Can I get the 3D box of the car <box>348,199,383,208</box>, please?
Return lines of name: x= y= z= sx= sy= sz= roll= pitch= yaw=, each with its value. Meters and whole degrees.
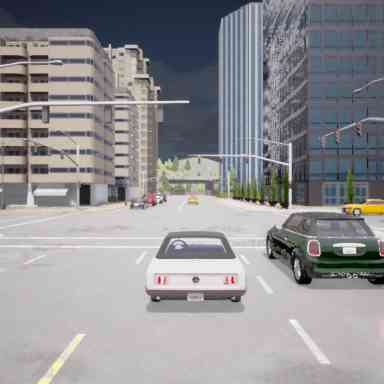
car: x=16.856 y=1.422 z=31.570 sx=5.008 sy=1.535 sz=1.882 roll=0 pitch=0 yaw=1

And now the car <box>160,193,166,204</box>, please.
car: x=-6.961 y=1.221 z=64.685 sx=2.150 sy=2.045 sz=5.566 roll=0 pitch=0 yaw=2

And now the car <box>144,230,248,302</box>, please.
car: x=0.085 y=1.601 z=8.201 sx=1.895 sy=1.301 sz=4.718 roll=0 pitch=0 yaw=0

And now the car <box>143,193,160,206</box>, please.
car: x=-7.025 y=1.222 z=54.209 sx=2.150 sy=2.045 sz=5.566 roll=0 pitch=0 yaw=0

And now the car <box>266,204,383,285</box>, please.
car: x=3.593 y=1.352 z=9.691 sx=2.097 sy=1.767 sz=4.553 roll=0 pitch=0 yaw=0

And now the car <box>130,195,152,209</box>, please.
car: x=-7.044 y=1.491 z=44.637 sx=2.128 sy=1.511 sz=4.902 roll=0 pitch=0 yaw=0

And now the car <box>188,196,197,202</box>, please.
car: x=0.093 y=1.540 z=76.514 sx=2.033 sy=1.411 sz=5.357 roll=0 pitch=0 yaw=0

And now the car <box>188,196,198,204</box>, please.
car: x=0.177 y=1.477 z=63.372 sx=1.882 sy=1.535 sz=5.008 roll=0 pitch=0 yaw=0
